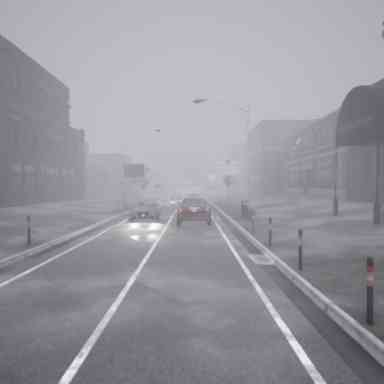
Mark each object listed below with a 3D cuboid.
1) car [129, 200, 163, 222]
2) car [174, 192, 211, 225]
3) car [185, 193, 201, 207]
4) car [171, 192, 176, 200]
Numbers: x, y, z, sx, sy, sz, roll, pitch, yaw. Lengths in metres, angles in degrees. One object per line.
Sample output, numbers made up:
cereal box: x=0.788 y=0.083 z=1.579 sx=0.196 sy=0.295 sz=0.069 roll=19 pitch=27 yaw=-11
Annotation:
car: x=-3.075 y=1.239 z=22.944 sx=1.994 sy=1.385 sz=4.181 roll=0 pitch=1 yaw=0
car: x=0.122 y=1.054 z=21.636 sx=2.097 sy=1.767 sz=4.553 roll=0 pitch=1 yaw=0
car: x=0.141 y=0.903 z=40.286 sx=1.837 sy=1.490 sz=4.892 roll=0 pitch=0 yaw=0
car: x=-2.962 y=0.821 z=63.388 sx=2.128 sy=1.511 sz=4.902 roll=0 pitch=0 yaw=1
